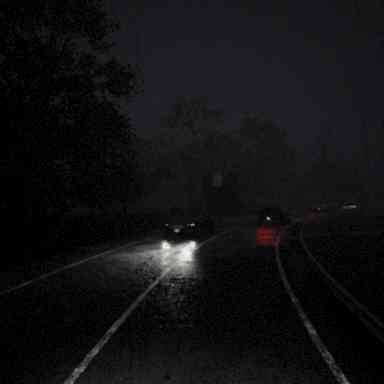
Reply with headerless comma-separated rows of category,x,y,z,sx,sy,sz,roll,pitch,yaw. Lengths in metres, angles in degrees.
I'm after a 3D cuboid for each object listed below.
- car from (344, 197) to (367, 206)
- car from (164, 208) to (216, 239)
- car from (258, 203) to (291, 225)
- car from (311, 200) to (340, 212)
car,26.045,1.477,52.963,4.181,1.385,1.994,-3,-3,-36
car,0.002,1.651,18.626,2.128,1.511,4.902,-2,-1,18
car,6.245,1.598,25.031,1.837,1.490,4.892,-3,-2,24
car,15.945,1.621,39.509,1.895,1.301,4.718,-5,-3,42
